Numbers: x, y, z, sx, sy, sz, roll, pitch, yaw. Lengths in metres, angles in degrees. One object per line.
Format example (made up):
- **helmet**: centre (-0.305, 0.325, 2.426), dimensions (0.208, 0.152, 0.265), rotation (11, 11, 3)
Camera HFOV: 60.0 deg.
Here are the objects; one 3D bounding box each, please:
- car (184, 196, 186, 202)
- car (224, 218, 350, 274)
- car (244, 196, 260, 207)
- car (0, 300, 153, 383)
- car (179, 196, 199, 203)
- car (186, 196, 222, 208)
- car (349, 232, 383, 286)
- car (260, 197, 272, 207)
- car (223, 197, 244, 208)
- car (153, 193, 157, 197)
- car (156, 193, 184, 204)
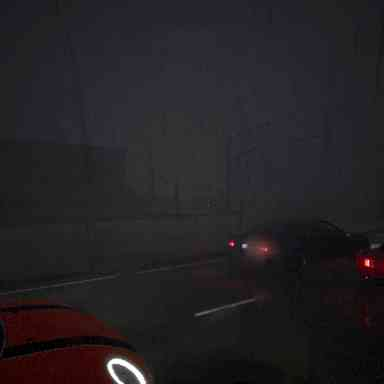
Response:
- **car**: centre (-3.763, 1.477, 66.409), dimensions (1.882, 1.535, 5.008), rotation (0, 0, -36)
- **car**: centre (3.534, 1.547, 10.615), dimensions (5.357, 1.411, 2.033), rotation (0, 0, -35)
- **car**: centre (7.448, 1.478, 50.918), dimensions (1.882, 1.535, 5.008), rotation (0, 0, -36)
- **car**: centre (-2.452, 1.352, 1.998), dimensions (4.553, 1.767, 2.097), rotation (0, 0, -35)
- **car**: centre (-0.616, 1.564, 68.077), dimensions (1.994, 1.385, 4.181), rotation (0, 0, -36)
- **car**: centre (1.695, 1.352, 46.922), dimensions (2.097, 1.767, 4.553), rotation (0, 0, -36)
- **car**: centre (6.108, 1.601, 8.144), dimensions (4.718, 1.301, 1.895), rotation (0, 0, -35)
- **car**: centre (10.389, 1.477, 52.826), dimensions (1.882, 1.535, 5.008), rotation (0, 0, -36)
- **car**: centre (4.754, 1.491, 48.669), dimensions (2.128, 1.511, 4.902), rotation (0, 0, -36)
- **car**: centre (-10.810, 1.537, 76.133), dimensions (2.033, 1.411, 5.357), rotation (0, 0, -36)
- **car**: centre (-4.027, 1.478, 60.751), dimensions (1.882, 1.535, 5.008), rotation (0, 1, -36)
